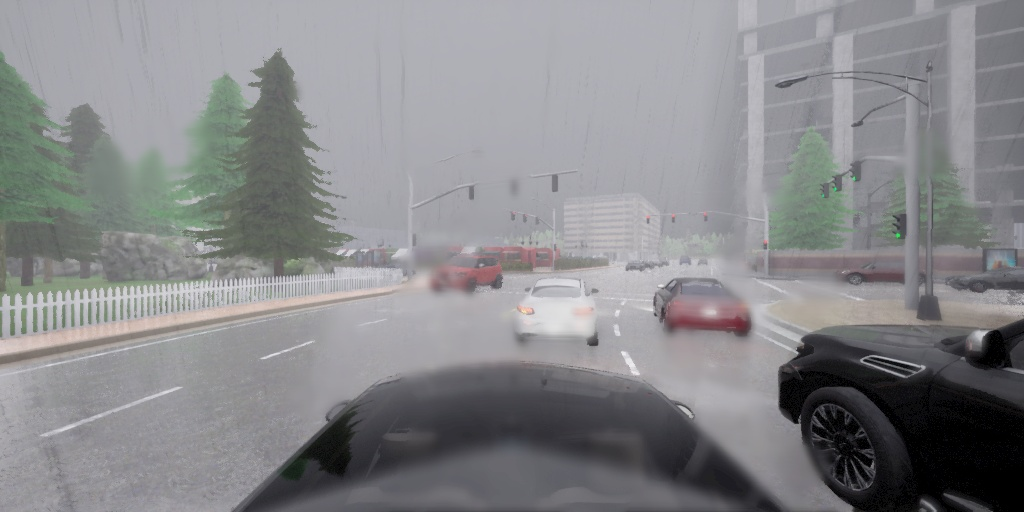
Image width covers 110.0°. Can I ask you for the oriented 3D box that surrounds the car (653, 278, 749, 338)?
[{"bbox_3d":[5.292,1.314,10.409,1.994,1.385,4.181,0,0,17],"label":"car"}]

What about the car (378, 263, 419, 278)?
[{"bbox_3d":[-10.873,1.368,33.928,4.181,1.385,1.994,0,0,30],"label":"car"}]

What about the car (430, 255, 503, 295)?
[{"bbox_3d":[-2.325,0.967,20.090,2.150,2.045,5.566,1,0,21],"label":"car"}]

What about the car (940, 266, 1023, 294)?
[{"bbox_3d":[27.992,1.331,20.154,4.674,1.442,1.812,0,0,29],"label":"car"}]

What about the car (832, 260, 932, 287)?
[{"bbox_3d":[25.903,1.157,25.387,4.553,1.767,2.097,0,0,29],"label":"car"}]

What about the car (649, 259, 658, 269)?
[{"bbox_3d":[20.781,1.351,55.401,1.895,1.301,4.718,0,0,29],"label":"car"}]

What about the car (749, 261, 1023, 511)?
[{"bbox_3d":[3.737,0.971,1.179,2.150,2.045,5.566,0,0,0],"label":"car"}]

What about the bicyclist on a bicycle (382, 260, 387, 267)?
[{"bbox_3d":[-15.755,1.258,44.253,0.582,1.620,1.656,0,0,-23],"label":"bicyclist on a bicycle"}]

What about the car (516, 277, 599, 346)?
[{"bbox_3d":[1.271,1.276,9.399,1.812,1.442,4.674,0,0,11],"label":"car"}]

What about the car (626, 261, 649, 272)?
[{"bbox_3d":[16.457,1.314,47.661,1.994,1.385,4.181,0,0,29],"label":"car"}]
